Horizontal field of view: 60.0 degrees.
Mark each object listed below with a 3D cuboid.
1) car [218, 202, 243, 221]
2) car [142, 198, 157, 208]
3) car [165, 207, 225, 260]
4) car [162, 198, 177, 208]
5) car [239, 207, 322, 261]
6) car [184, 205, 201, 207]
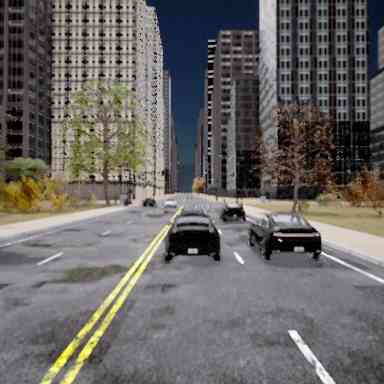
[{"bbox_3d":[3.304,1.598,27.593,2.128,1.511,4.902,0,0,1],"label":"car"},{"bbox_3d":[-6.524,1.684,51.392,1.837,1.490,4.892,0,-1,0],"label":"car"},{"bbox_3d":[0.047,1.558,12.602,1.837,1.490,4.892,0,0,1],"label":"car"},{"bbox_3d":[-3.281,1.701,50.743,1.812,1.442,4.674,0,0,0],"label":"car"},{"bbox_3d":[3.297,1.544,12.590,2.128,1.511,4.902,0,0,1],"label":"car"},{"bbox_3d":[0.047,1.704,26.970,1.895,1.301,4.718,0,0,1],"label":"car"}]
